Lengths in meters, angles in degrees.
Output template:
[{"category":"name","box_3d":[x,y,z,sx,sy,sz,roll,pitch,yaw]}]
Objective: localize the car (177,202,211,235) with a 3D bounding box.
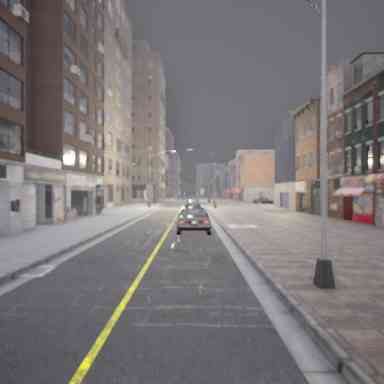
[{"category":"car","box_3d":[0.097,1.533,18.769,2.033,1.411,5.357,0,0,0]}]

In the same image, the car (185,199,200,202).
[{"category":"car","box_3d":[0.093,1.530,41.178,1.994,1.385,4.181,0,0,0]}]

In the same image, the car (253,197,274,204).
[{"category":"car","box_3d":[13.210,1.644,60.411,4.313,1.339,1.947,0,-1,0]}]
